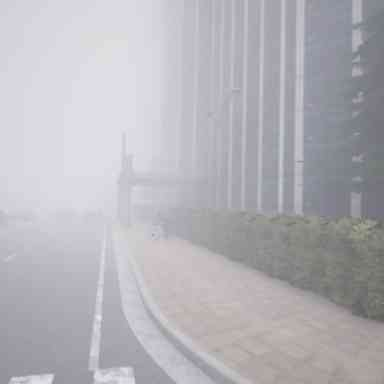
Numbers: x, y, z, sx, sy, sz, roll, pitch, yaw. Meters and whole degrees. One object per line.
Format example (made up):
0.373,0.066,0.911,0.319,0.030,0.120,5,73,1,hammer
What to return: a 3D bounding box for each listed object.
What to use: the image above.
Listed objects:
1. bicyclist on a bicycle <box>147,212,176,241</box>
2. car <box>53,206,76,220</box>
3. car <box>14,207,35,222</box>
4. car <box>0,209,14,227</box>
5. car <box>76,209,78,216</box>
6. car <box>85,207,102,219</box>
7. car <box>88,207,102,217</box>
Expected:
-1.696,1.950,18.718,1.656,1.620,0.582,2,-2,-14,bicyclist on a bicycle
-16.130,2.660,41.679,1.812,1.442,4.674,2,-2,-14,car
-18.477,2.403,36.214,1.812,1.442,4.674,2,-2,-14,car
-15.971,2.080,26.252,1.837,1.490,4.892,2,-2,-14,car
-18.401,2.887,50.374,2.128,1.511,4.902,2,-2,-14,car
-13.144,2.903,44.284,1.895,1.301,4.718,2,-2,-14,car
-15.308,3.123,52.773,1.994,1.385,4.181,2,-2,-14,car
